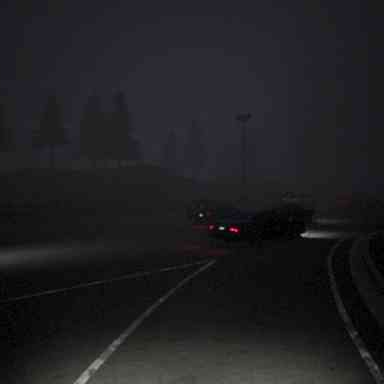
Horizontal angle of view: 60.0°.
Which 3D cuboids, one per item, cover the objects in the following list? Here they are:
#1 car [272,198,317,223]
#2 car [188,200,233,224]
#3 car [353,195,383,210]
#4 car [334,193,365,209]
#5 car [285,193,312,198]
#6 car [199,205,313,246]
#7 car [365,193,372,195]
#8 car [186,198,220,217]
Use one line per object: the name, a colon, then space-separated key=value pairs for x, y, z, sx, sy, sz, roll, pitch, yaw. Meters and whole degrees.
car: x=6.697 y=1.448 z=23.025 sx=5.008 sy=1.535 sz=1.882 roll=0 pitch=0 yaw=-41
car: x=2.106 y=1.534 z=23.643 sx=4.181 sy=1.385 sz=1.994 roll=0 pitch=0 yaw=-41
car: x=22.411 y=1.470 z=41.555 sx=4.674 sy=1.442 sz=1.812 roll=0 pitch=0 yaw=-41
car: x=21.174 y=1.292 z=45.131 sx=4.553 sy=1.767 sz=2.097 roll=0 pitch=0 yaw=-41
car: x=14.254 y=1.164 z=43.695 sx=5.566 sy=2.045 sz=2.150 roll=0 pitch=0 yaw=-41
car: x=3.083 y=1.528 z=15.171 sx=5.357 sy=1.411 sz=2.033 roll=0 pitch=0 yaw=-41
car: x=30.278 y=1.145 z=57.960 sx=5.566 sy=2.045 sz=2.150 roll=0 pitch=0 yaw=-41
car: x=1.729 y=1.317 z=27.977 sx=4.553 sy=1.767 sz=2.097 roll=0 pitch=0 yaw=-41
